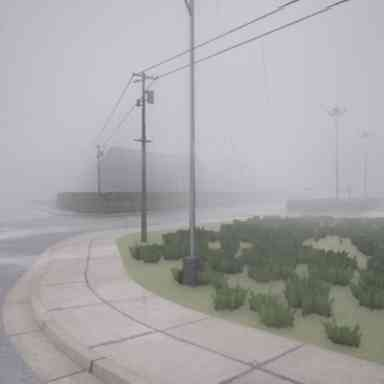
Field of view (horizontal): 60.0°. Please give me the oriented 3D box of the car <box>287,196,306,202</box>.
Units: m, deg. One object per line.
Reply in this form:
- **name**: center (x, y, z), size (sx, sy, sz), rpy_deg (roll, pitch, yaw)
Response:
- **car**: center (16.403, 1.375, 51.570), size (2.097, 1.767, 4.553), rpy_deg (0, 0, 36)
